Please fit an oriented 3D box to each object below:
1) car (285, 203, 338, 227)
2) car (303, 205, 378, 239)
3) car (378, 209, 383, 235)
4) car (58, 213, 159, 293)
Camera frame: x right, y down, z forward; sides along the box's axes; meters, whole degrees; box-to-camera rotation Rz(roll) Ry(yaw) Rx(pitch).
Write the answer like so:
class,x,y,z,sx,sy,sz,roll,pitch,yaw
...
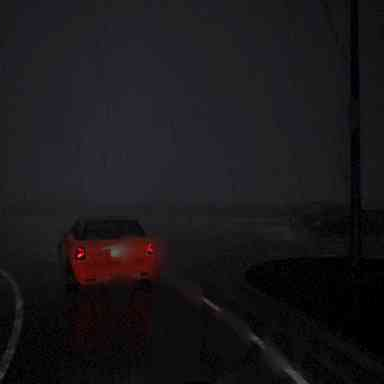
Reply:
class,x,y,z,sx,sy,sz,roll,pitch,yaw
car,8.697,1.565,20.205,5.357,1.411,2.033,0,0,9
car,8.308,1.534,16.712,4.674,1.442,1.812,0,0,9
car,10.694,1.205,12.813,5.566,2.045,2.150,0,0,9
car,-2.534,1.397,9.402,2.097,1.767,4.553,0,0,-24
